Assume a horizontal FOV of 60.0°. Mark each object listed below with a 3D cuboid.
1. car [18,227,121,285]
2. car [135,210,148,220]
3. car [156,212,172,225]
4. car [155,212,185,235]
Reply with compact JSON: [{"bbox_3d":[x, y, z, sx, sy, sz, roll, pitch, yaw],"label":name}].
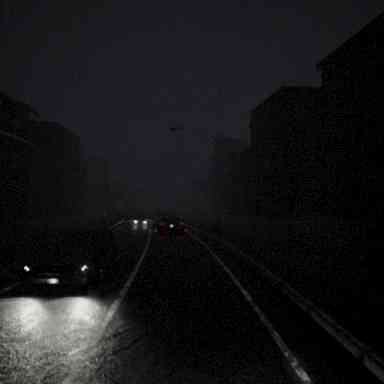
[{"bbox_3d":[-3.478,1.845,10.665,2.033,1.411,5.357,0,-2,-3],"label":"car"},{"bbox_3d":[-8.223,3.659,53.921,1.837,1.490,4.892,0,-1,-6],"label":"car"},{"bbox_3d":[-3.535,3.266,41.493,1.837,1.490,4.892,0,-3,-7],"label":"car"},{"bbox_3d":[-1.672,2.494,25.705,1.994,1.385,4.181,0,-3,-6],"label":"car"}]
